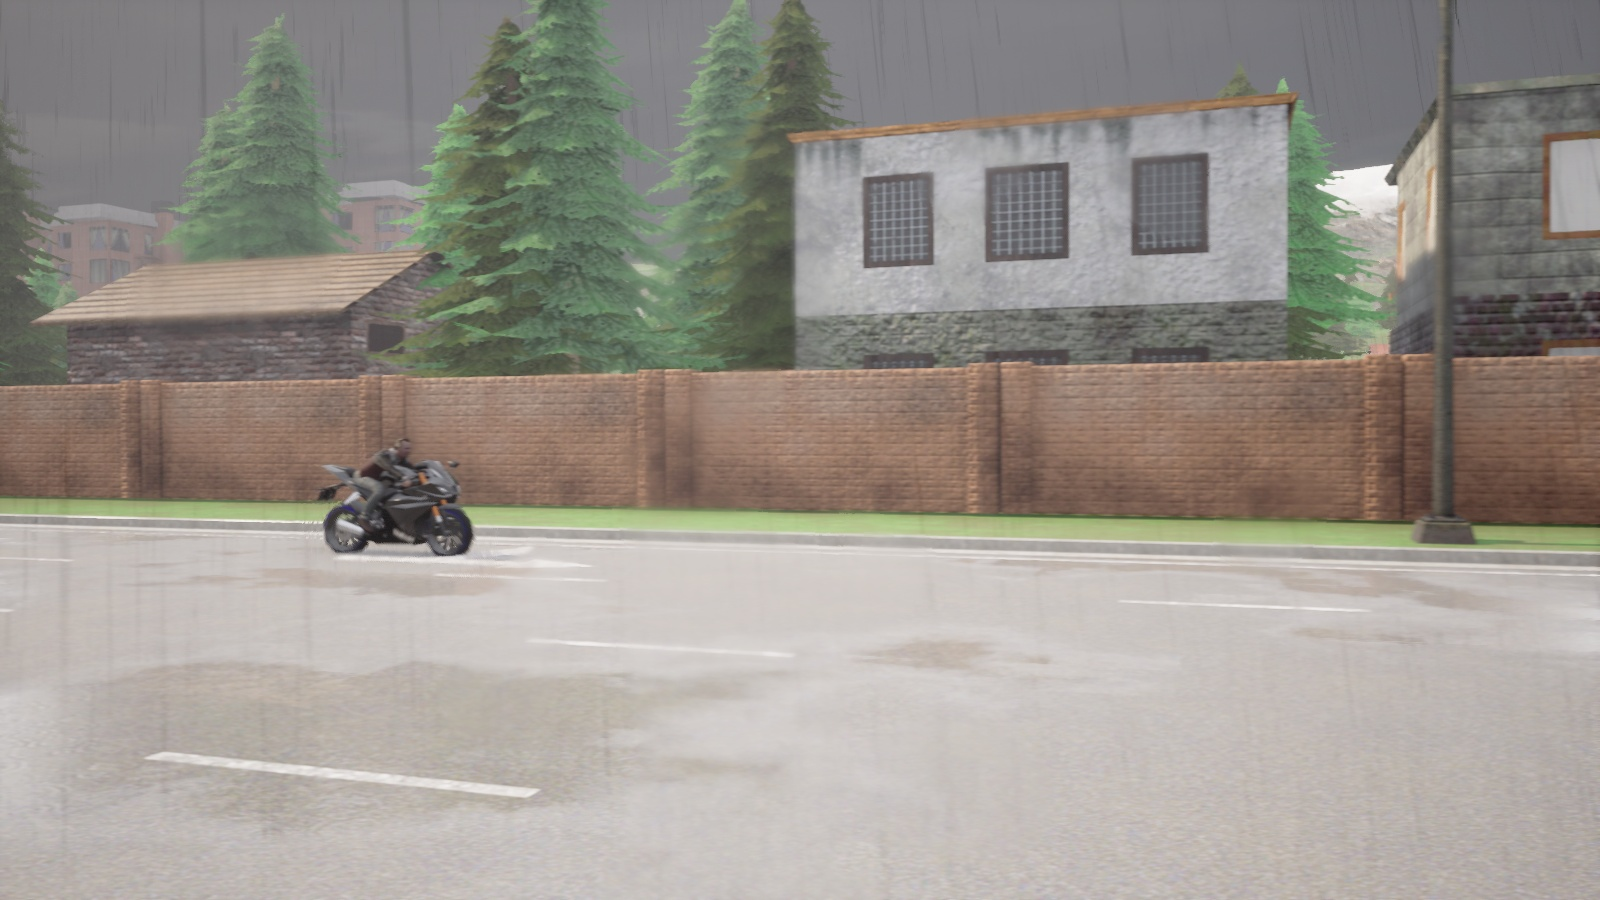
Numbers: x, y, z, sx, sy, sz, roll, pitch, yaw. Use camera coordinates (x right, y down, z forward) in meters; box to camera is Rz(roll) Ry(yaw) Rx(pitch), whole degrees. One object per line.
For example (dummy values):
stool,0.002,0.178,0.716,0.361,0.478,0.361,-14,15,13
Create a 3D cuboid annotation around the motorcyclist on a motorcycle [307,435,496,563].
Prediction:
motorcyclist on a motorcycle,-5.064,0.587,15.974,2.191,1.530,0.866,1,1,19
